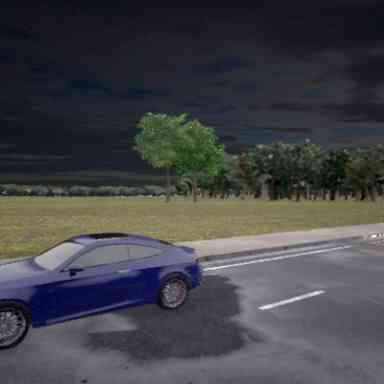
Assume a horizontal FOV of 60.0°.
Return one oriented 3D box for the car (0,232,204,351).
[{"bbox_3d":[-1.901,1.543,6.323,4.674,1.442,1.812,1,0,-35],"label":"car"}]
